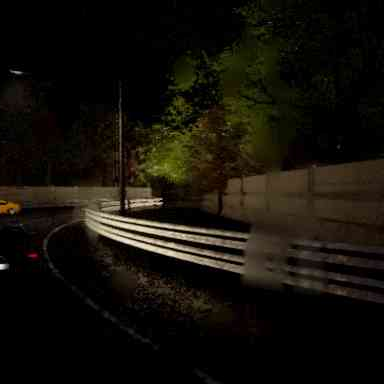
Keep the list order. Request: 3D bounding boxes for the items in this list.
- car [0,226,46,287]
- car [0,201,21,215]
[{"bbox_3d":[-5.209,1.609,8.924,1.994,1.385,4.181,-1,0,-32],"label":"car"},{"bbox_3d":[-20.675,1.680,34.776,1.882,1.535,5.008,-1,0,44],"label":"car"}]
